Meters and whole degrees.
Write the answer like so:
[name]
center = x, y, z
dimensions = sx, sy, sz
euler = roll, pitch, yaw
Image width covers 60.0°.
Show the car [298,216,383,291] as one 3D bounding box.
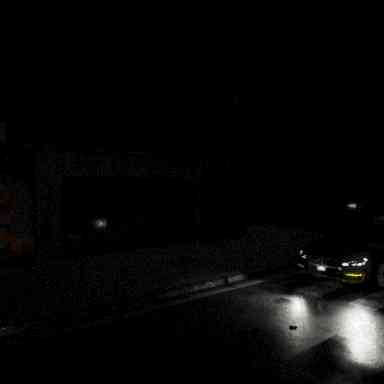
[car]
center = 4.841, 1.456, 8.971
dimensions = 4.892, 1.490, 1.837
euler = 0, -1, -37
